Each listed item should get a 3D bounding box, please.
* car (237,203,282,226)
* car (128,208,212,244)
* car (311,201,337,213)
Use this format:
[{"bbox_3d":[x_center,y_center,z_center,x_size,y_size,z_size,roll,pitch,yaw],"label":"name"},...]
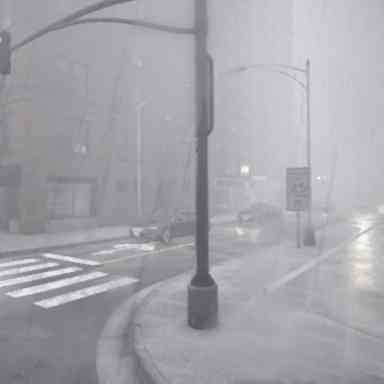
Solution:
[{"bbox_3d":[5.018,1.581,24.480,2.128,1.511,4.902,-1,0,35],"label":"car"},{"bbox_3d":[-0.915,1.541,16.116,2.128,1.511,4.902,-1,-1,36],"label":"car"},{"bbox_3d":[15.646,1.714,39.354,2.033,1.411,5.357,-1,-1,36],"label":"car"}]
